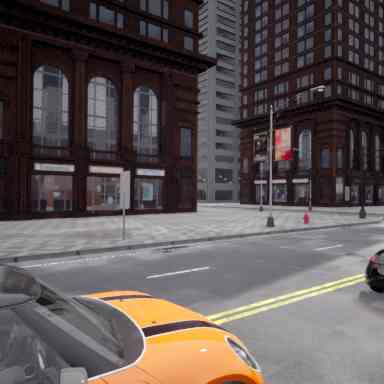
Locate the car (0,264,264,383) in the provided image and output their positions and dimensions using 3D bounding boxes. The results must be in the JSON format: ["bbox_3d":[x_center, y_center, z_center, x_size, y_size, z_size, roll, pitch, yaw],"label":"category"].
[{"bbox_3d":[-1.563,1.352,2.324,4.553,1.767,2.097,0,0,-36],"label":"car"}]

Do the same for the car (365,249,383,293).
[{"bbox_3d":[5.863,1.576,7.646,4.181,1.385,1.994,0,0,-35],"label":"car"}]
